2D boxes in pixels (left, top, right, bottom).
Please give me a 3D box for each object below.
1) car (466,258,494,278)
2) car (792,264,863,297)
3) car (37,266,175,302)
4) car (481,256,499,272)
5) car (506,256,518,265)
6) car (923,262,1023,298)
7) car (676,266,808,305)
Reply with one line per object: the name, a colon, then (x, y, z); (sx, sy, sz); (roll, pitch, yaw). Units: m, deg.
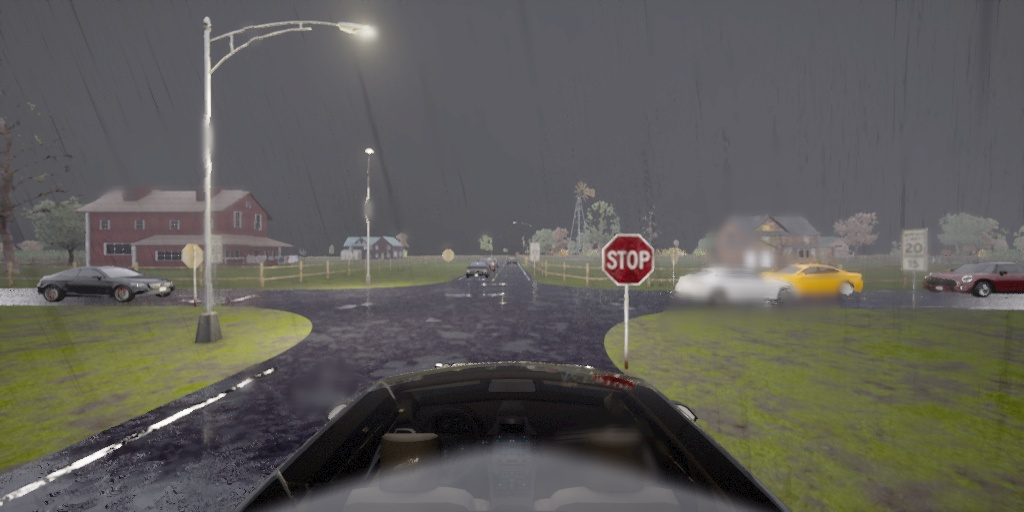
car: (-2.866, 1.119, 31.041); (2.033, 1.411, 5.357); (0, 0, -1)
car: (14.581, 1.180, 18.063); (5.008, 1.535, 1.882); (0, 0, 0)
car: (-17.242, 1.146, 15.320); (4.674, 1.442, 1.812); (0, 0, 0)
car: (-2.899, 0.861, 41.030); (2.097, 1.767, 4.553); (0, 0, 0)
car: (-0.003, 0.870, 63.273); (1.837, 1.490, 4.892); (0, 0, 0)
car: (23.759, 1.090, 18.007); (4.553, 1.767, 2.097); (0, 0, 0)
car: (9.395, 1.233, 15.133); (4.674, 1.442, 1.812); (0, 0, -5)
